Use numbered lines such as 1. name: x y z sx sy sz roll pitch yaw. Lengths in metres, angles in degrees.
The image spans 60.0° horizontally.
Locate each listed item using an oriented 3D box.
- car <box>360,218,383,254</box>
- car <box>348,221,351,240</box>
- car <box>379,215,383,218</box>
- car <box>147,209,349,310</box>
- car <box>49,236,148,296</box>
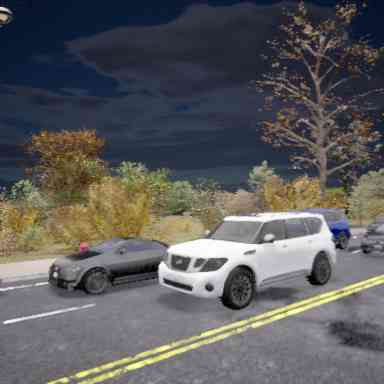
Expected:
1. car: 9.602 2.065 15.371 4.674 1.442 1.812 1 -3 -38
2. car: 5.688 1.880 16.405 5.566 2.045 2.150 1 -3 -38
3. car: 13.830 2.315 22.952 4.892 1.490 1.837 1 -3 -39
4. car: 1.800 1.623 9.211 5.566 2.045 2.150 1 -3 -38
5. car: -2.123 2.089 10.261 4.181 1.385 1.994 1 -3 -38
